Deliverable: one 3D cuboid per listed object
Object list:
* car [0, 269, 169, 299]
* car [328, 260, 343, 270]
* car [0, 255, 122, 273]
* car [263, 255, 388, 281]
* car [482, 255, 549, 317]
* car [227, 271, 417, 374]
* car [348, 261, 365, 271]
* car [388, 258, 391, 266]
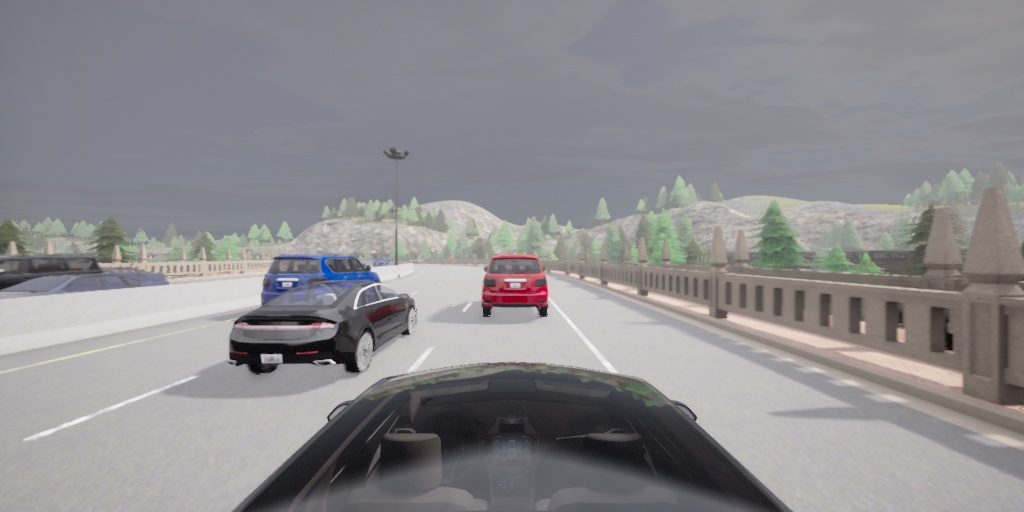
[{"bbox_3d":[-14.103,1.298,11.519,2.033,1.411,5.357,0,0,0],"label":"car"},{"bbox_3d":[-28.751,1.450,58.538,2.033,1.411,5.357,0,0,-23],"label":"car"},{"bbox_3d":[-17.596,0.973,12.321,2.150,2.045,5.566,0,0,-1],"label":"car"},{"bbox_3d":[-6.903,0.974,13.695,2.150,2.045,5.566,0,0,0],"label":"car"},{"bbox_3d":[0.097,0.973,13.405,2.150,2.045,5.566,0,0,0],"label":"car"},{"bbox_3d":[-3.401,1.241,7.501,2.128,1.511,4.902,0,0,0],"label":"car"},{"bbox_3d":[-22.561,1.458,52.262,1.895,1.301,4.718,0,0,-18],"label":"car"},{"bbox_3d":[-18.441,1.064,50.902,2.150,2.045,5.566,0,0,-17],"label":"car"}]
